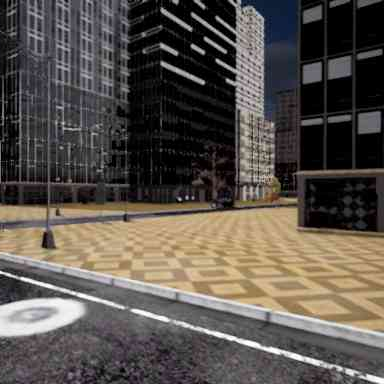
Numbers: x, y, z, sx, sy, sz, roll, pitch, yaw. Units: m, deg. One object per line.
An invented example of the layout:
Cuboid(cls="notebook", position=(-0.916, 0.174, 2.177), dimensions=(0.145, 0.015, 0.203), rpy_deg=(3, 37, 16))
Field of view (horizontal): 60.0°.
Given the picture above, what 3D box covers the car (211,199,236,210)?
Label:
Cuboid(cls="car", position=(4.563, 1.741, 48.480), dimensions=(2.128, 1.511, 4.902), rpy_deg=(0, 0, 37))
